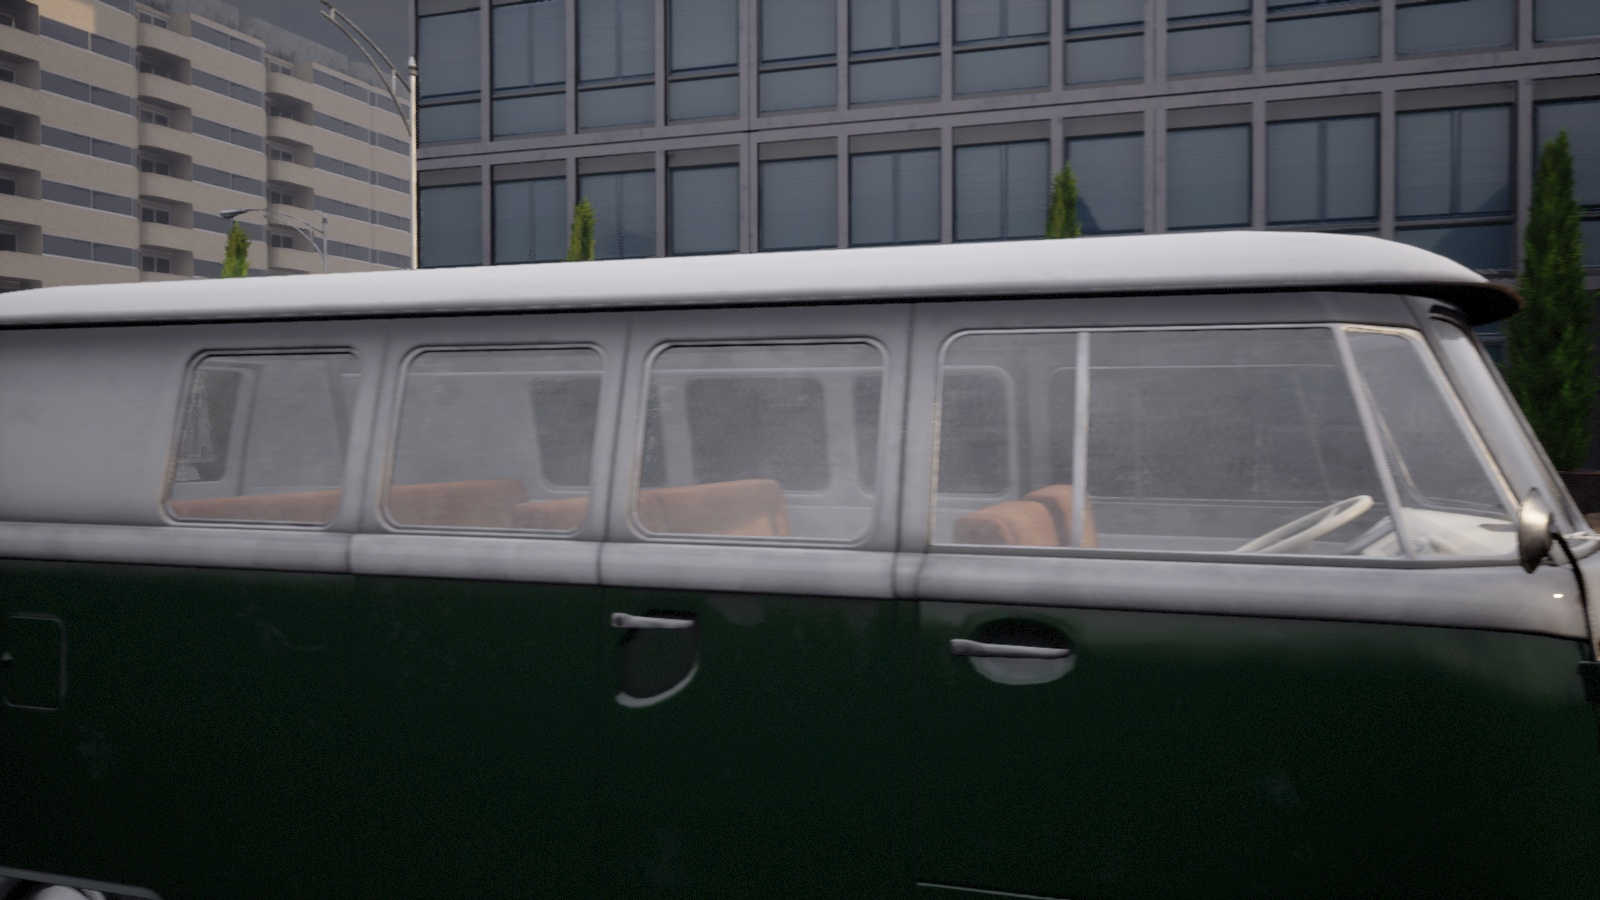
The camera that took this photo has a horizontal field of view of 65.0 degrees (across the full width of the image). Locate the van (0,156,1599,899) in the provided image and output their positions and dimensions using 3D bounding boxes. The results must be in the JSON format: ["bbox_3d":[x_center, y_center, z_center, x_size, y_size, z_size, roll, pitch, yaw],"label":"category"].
[{"bbox_3d":[-0.350,0.521,3.307,4.442,1.987,1.775,1,1,19],"label":"van"}]
